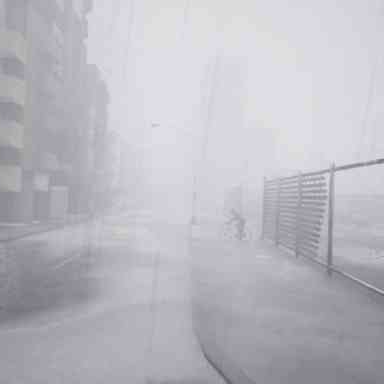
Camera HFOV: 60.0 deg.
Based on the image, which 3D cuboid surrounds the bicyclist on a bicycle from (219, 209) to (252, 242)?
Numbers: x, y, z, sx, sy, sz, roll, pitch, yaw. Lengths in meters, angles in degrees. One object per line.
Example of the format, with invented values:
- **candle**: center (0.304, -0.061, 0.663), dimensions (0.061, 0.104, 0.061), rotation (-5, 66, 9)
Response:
- **bicyclist on a bicycle**: center (2.149, 1.660, 16.438), dimensions (1.656, 1.620, 0.582), rotation (2, -2, -1)
